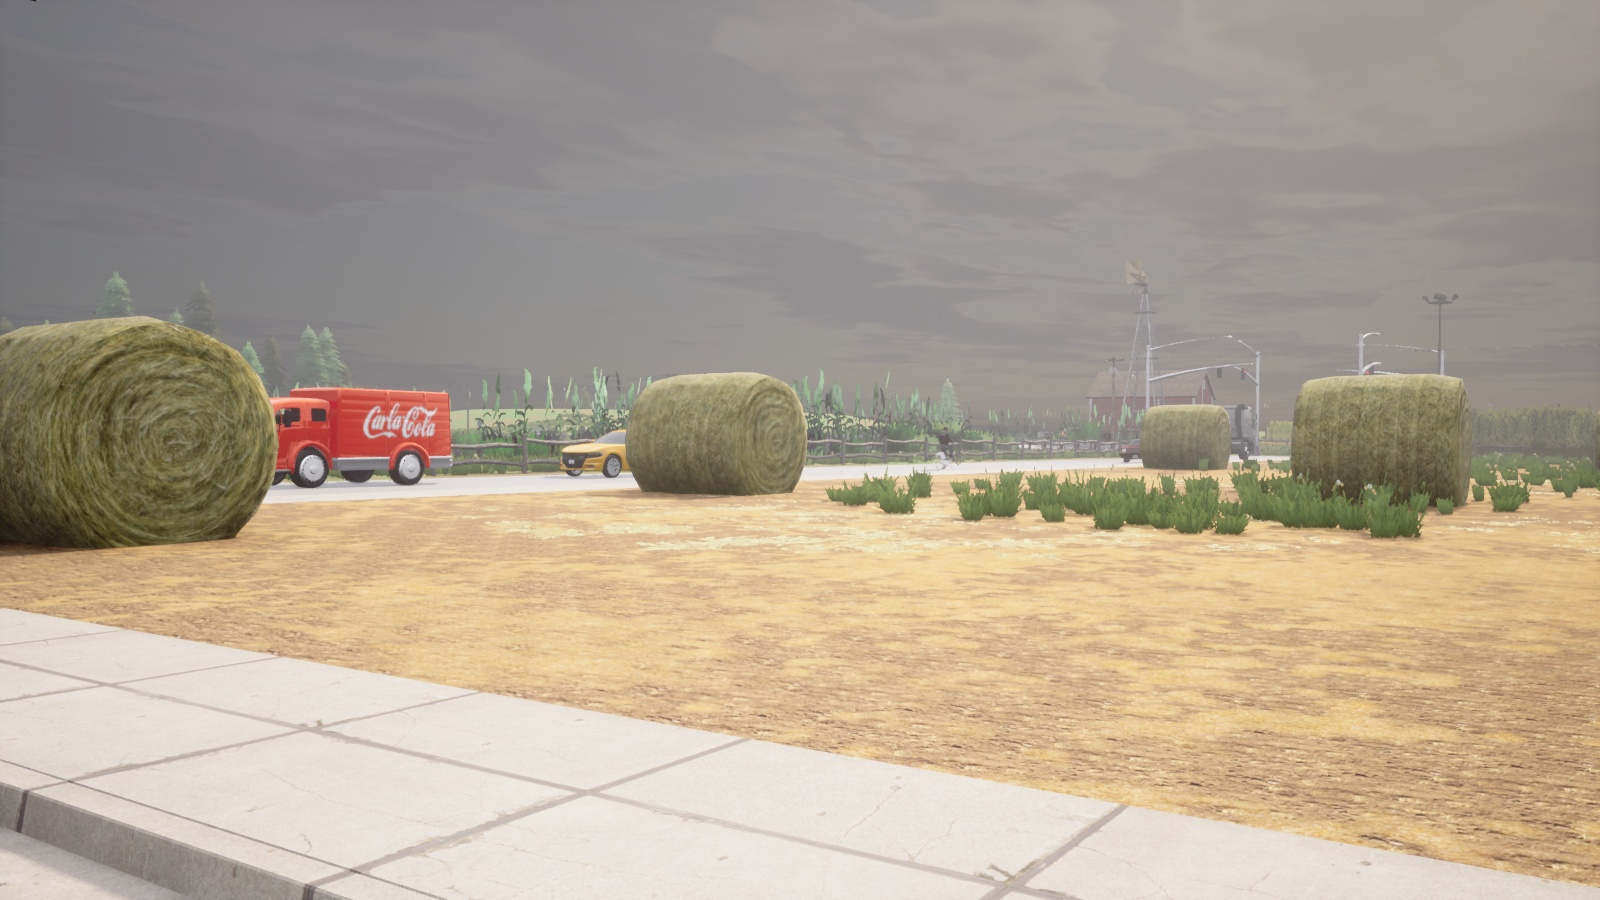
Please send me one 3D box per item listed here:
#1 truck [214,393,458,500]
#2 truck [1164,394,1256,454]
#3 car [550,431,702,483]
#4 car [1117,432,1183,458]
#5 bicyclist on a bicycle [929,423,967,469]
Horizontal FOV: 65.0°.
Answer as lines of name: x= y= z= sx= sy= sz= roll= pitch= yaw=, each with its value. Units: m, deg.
truck: x=-11.703 y=-0.121 z=32.008 sx=2.627 sy=2.467 sz=5.204 roll=0 pitch=1 yaw=36
truck: x=24.800 y=-1.543 z=75.659 sx=2.891 sy=3.462 sz=7.936 roll=0 pitch=1 yaw=36
car: x=-5.506 y=0.172 z=40.422 sx=1.882 sy=1.535 sz=5.008 roll=0 pitch=1 yaw=36
car: x=18.892 y=-0.298 z=67.641 sx=1.895 sy=1.301 sz=4.718 roll=0 pitch=1 yaw=36
bicyclist on a bicycle: x=5.920 y=-0.170 z=50.031 sx=0.659 sy=1.776 sz=1.843 roll=0 pitch=1 yaw=36
